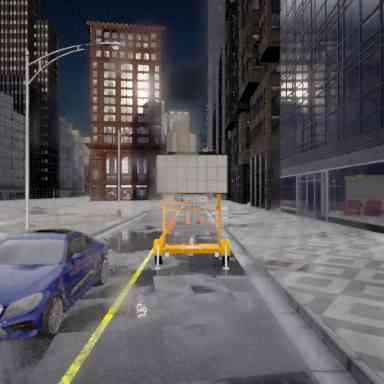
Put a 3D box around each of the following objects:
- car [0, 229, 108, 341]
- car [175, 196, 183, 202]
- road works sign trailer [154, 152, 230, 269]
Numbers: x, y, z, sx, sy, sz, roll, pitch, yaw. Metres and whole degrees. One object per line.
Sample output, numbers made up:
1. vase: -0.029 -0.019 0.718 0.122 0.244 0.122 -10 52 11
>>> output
1. car: -3.000 1.527 6.684 1.812 1.442 4.674 0 0 0
2. car: -3.010 1.653 78.492 2.128 1.511 4.902 0 0 0
3. road works sign trailer: -0.001 0.466 11.083 2.380 3.560 2.880 0 0 0
